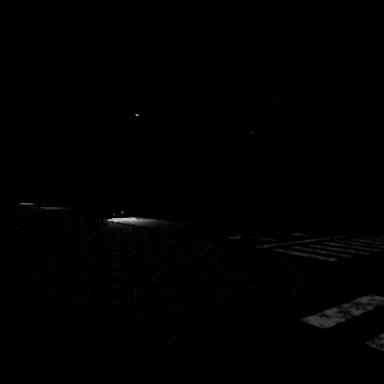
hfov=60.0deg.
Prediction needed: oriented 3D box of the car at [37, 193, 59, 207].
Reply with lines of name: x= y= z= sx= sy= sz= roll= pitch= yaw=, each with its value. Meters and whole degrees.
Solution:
car: x=-21.641 y=1.204 z=49.754 sx=2.150 sy=2.045 sz=5.566 roll=1 pitch=0 yaw=-36

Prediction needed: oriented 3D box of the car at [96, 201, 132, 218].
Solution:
car: x=-6.906 y=1.516 z=29.169 sx=1.994 sy=1.385 sz=4.181 roll=1 pitch=0 yaw=-36

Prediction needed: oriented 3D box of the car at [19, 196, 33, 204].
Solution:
car: x=-32.319 y=1.532 z=64.662 sx=1.994 sy=1.385 sz=4.181 roll=1 pitch=0 yaw=-36
